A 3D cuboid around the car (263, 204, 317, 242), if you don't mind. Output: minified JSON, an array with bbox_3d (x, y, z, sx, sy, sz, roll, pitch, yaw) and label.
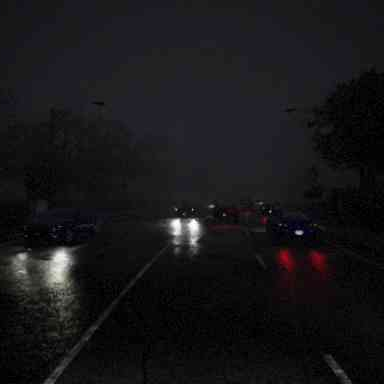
[{"bbox_3d":[4.752,1.518,16.179,1.812,1.442,4.674,0,0,7],"label":"car"}]

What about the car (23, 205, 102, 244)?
[{"bbox_3d":[-6.021,1.442,16.032,1.882,1.535,5.008,0,0,7],"label":"car"}]

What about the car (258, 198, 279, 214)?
[{"bbox_3d":[8.101,1.583,34.112,1.895,1.301,4.718,0,0,14],"label":"car"}]

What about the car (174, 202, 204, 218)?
[{"bbox_3d":[-0.193,1.561,30.190,1.895,1.301,4.718,0,0,12],"label":"car"}]

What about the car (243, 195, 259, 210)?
[{"bbox_3d":[6.787,1.458,42.151,2.128,1.511,4.902,0,0,17],"label":"car"}]

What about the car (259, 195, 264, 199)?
[{"bbox_3d":[13.800,1.440,68.656,1.812,1.442,4.674,0,0,27],"label":"car"}]

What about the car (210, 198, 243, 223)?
[{"bbox_3d":[2.708,1.453,25.741,1.882,1.535,5.008,0,0,10],"label":"car"}]

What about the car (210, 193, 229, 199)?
[{"bbox_3d":[4.875,1.149,57.983,2.150,2.045,5.566,0,0,23],"label":"car"}]
